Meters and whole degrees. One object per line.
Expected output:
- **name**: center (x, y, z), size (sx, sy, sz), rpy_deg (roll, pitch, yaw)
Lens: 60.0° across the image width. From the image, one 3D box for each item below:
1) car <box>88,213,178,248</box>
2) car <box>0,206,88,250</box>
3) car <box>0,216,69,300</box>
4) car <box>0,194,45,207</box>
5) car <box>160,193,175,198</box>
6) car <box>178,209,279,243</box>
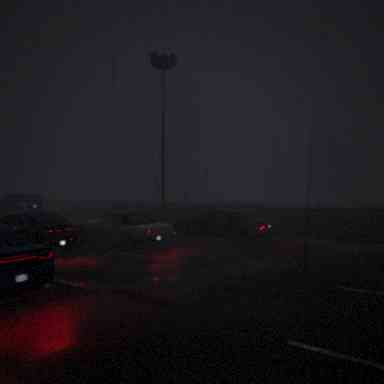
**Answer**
- **car**: center (-3.161, 1.587, 14.846), size (4.718, 1.301, 1.895), rpy_deg (0, 0, 36)
- **car**: center (-6.426, 1.489, 12.877), size (4.892, 1.490, 1.837), rpy_deg (0, 0, 36)
- **car**: center (-5.228, 1.466, 7.720), size (5.008, 1.535, 1.882), rpy_deg (0, 0, 36)
- **car**: center (-14.210, 1.186, 27.030), size (5.566, 2.045, 2.150), rpy_deg (0, 0, 36)
- **car**: center (-6.579, 1.140, 87.961), size (4.605, 1.855, 1.932), rpy_deg (0, 0, 35)
- **car**: center (1.338, 1.538, 15.936), size (5.357, 1.411, 2.033), rpy_deg (0, 0, 36)
